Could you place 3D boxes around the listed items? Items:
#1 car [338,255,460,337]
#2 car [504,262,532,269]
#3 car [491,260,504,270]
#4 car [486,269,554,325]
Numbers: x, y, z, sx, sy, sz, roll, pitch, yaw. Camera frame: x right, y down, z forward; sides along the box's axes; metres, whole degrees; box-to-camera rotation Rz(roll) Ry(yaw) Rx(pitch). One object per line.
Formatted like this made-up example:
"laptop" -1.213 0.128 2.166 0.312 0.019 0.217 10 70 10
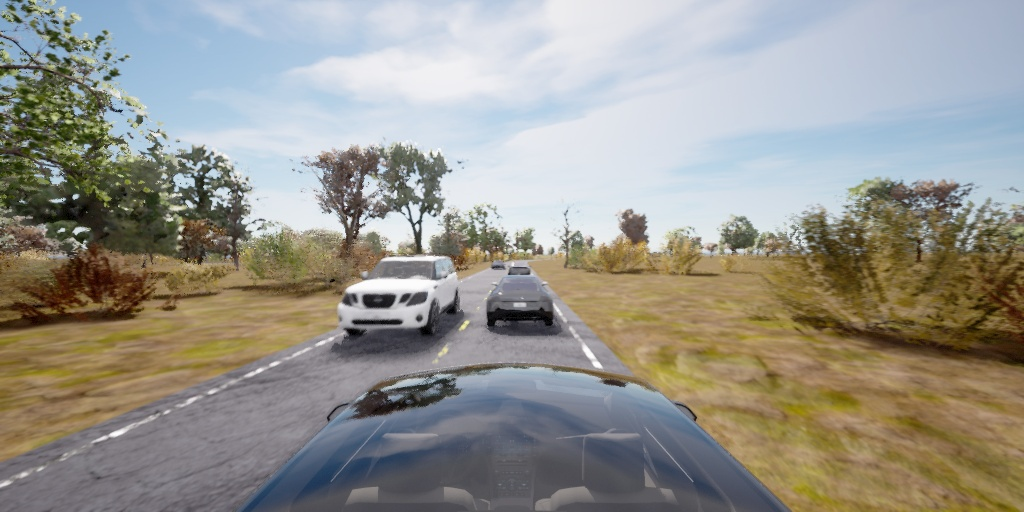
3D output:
"car" -2.967 0.988 10.765 2.150 2.045 5.566 0 0 1
"car" 0.649 1.238 30.763 2.128 1.511 4.902 0 0 1
"car" -2.037 1.325 53.443 1.994 1.385 4.181 0 0 2
"car" 0.258 1.313 11.860 1.994 1.385 4.181 0 0 1
